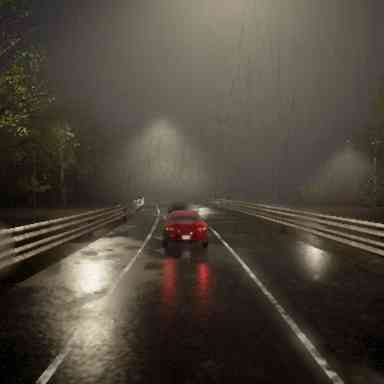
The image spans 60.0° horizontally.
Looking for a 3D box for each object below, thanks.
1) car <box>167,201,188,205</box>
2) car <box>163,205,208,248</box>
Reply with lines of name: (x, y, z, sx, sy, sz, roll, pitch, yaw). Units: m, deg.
car: (-1.252, 1.517, 29.797, 1.812, 1.442, 4.674, 0, 0, -5)
car: (-0.314, 1.528, 14.754, 1.812, 1.442, 4.674, 0, 0, -2)
